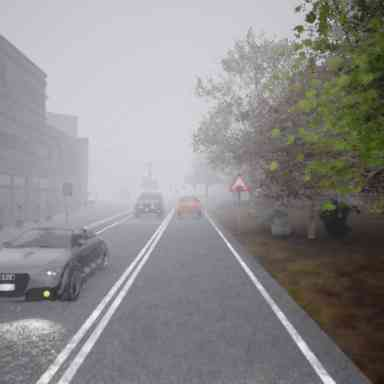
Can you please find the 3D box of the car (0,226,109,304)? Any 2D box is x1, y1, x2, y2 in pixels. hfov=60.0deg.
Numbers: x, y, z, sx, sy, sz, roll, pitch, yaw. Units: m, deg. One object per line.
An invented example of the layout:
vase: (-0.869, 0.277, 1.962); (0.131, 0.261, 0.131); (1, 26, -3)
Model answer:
car: (-3.391, 1.548, 8.070); (1.994, 1.385, 4.181); (0, 0, 0)

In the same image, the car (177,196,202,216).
car: (-0.209, 1.145, 30.552); (2.097, 1.767, 4.553); (0, 1, 0)

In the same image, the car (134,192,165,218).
car: (-3.553, 1.023, 28.660); (2.150, 2.045, 5.566); (0, 1, -1)

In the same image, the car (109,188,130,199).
car: (-14.609, 0.269, 67.625); (2.150, 2.045, 5.566); (0, 1, 17)
